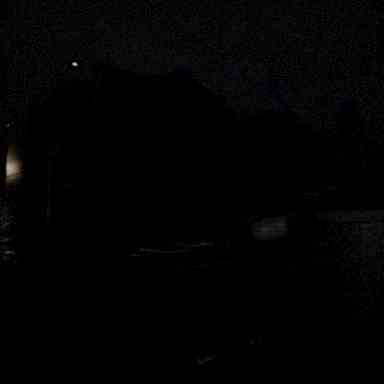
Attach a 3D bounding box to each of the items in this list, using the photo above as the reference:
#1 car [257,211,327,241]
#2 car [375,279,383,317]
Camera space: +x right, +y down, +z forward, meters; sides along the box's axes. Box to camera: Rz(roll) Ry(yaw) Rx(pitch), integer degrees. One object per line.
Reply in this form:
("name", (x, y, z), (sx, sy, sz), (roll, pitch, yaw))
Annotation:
("car", (5.833, 1.852, 19.165), (4.902, 1.511, 2.128), (2, -1, -37))
("car", (5.641, 1.740, 6.548), (5.357, 1.411, 2.033), (2, -1, -37))
